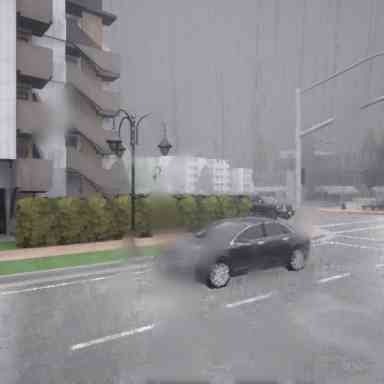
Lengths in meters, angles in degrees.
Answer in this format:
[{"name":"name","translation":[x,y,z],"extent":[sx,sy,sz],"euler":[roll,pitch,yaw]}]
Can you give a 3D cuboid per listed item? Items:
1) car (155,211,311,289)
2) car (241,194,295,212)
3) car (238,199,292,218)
[{"name":"car","translation":[1.308,1.504,9.251],"extent":[4.892,1.490,1.837],"euler":[0,0,-36]},{"name":"car","translation":[5.690,1.221,27.279],"extent":[2.150,2.045,5.566],"euler":[0,0,-38]},{"name":"car","translation":[6.794,1.478,31.595],"extent":[1.882,1.535,5.008],"euler":[0,0,-37]}]
